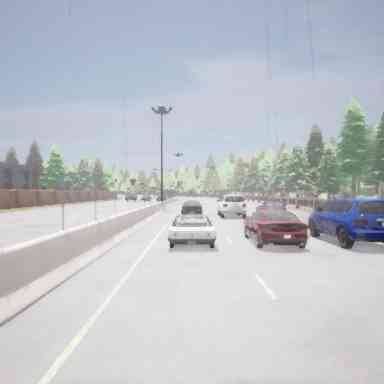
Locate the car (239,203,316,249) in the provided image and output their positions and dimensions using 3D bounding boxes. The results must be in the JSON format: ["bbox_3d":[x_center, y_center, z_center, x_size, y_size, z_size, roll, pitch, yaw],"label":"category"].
[{"bbox_3d":[3.500,1.484,14.650,1.882,1.535,5.008,0,0,0],"label":"car"}]

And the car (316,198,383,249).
[{"bbox_3d":[7.000,1.257,14.680,2.150,2.045,5.566,0,0,0],"label":"car"}]

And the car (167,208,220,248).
[{"bbox_3d":[0.000,1.616,14.680,1.895,1.301,4.718,0,0,0],"label":"car"}]

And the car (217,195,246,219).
[{"bbox_3d":[3.500,1.257,29.680,2.150,2.045,5.566,0,0,0],"label":"car"}]

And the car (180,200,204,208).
[{"bbox_3d":[0.000,1.484,29.650,1.882,1.535,5.008,0,0,0],"label":"car"}]
